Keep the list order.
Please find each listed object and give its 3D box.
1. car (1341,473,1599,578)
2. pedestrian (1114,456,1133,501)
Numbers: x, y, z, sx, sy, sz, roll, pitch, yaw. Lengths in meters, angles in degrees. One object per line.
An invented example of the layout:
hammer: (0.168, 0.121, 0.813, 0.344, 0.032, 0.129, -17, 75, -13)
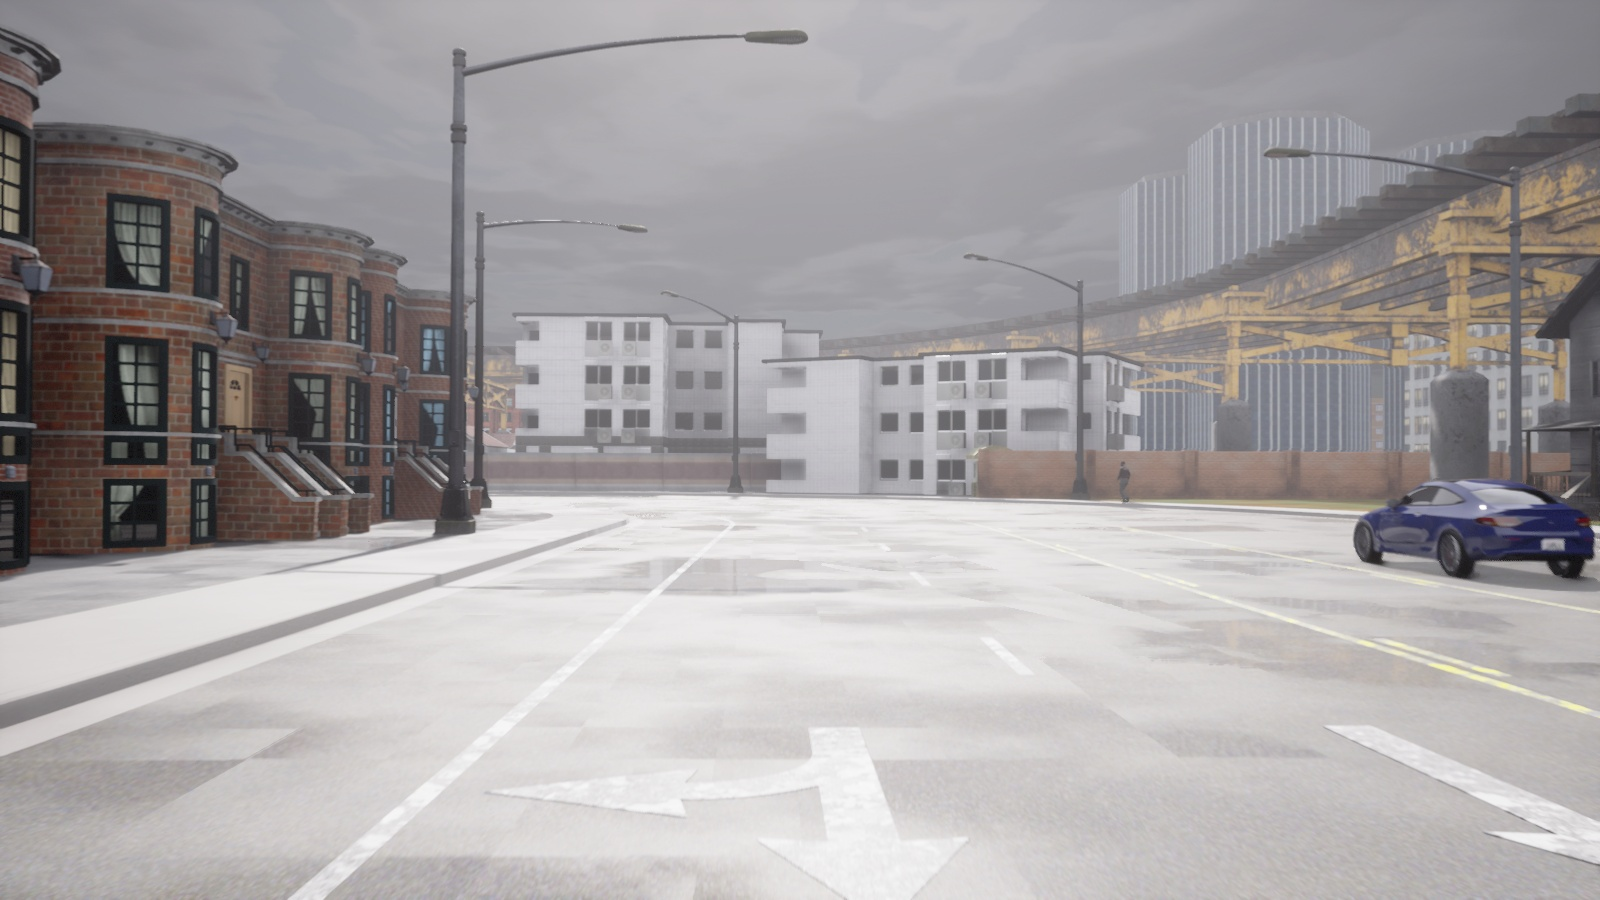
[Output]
car: (10.454, 1.095, 19.801, 1.812, 1.442, 4.674, 0, -1, 0)
pedestrian: (13.844, 1.224, 53.783, 0.402, 1.930, 0.666, 0, -1, -30)
